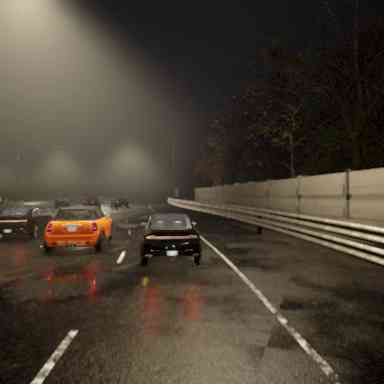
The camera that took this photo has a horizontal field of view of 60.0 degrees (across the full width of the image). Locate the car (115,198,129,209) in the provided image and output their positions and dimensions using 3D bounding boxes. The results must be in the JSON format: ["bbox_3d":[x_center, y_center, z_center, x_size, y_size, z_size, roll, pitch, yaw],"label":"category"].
[{"bbox_3d":[-9.829,1.546,45.063,1.837,1.490,4.892,0,0,-24],"label":"car"}]

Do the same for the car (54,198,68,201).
[{"bbox_3d":[-18.437,1.565,46.949,2.128,1.511,4.902,0,0,-26],"label":"car"}]

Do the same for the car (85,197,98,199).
[{"bbox_3d":[-13.889,1.408,45.534,2.097,1.767,4.553,0,0,-24],"label":"car"}]

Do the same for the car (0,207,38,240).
[{"bbox_3d":[-8.641,1.525,17.286,2.128,1.511,4.902,0,0,-10],"label":"car"}]

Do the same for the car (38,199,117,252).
[{"bbox_3d":[-4.651,1.371,14.277,2.097,1.767,4.553,0,0,-7],"label":"car"}]

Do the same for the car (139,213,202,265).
[{"bbox_3d":[-0.804,1.496,11.701,2.128,1.511,4.902,0,0,-6],"label":"car"}]
